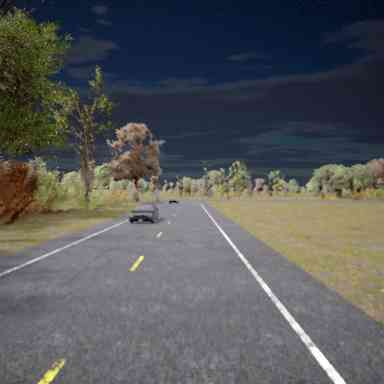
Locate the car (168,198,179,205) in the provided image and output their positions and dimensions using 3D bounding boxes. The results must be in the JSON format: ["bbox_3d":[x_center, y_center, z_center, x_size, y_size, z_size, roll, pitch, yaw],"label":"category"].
[{"bbox_3d":[-3.485,1.760,63.586,1.895,1.301,4.718,0,0,0],"label":"car"}]

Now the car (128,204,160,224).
[{"bbox_3d":[-3.592,1.621,25.909,2.033,1.411,5.357,0,0,0],"label":"car"}]
